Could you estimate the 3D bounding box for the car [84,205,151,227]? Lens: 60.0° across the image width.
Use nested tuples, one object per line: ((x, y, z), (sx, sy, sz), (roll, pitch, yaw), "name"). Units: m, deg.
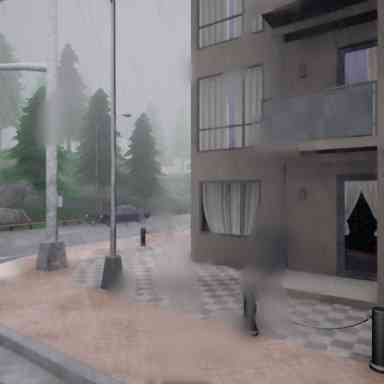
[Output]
((-5.087, 1.614, 23.127), (1.895, 1.301, 4.718), (0, 0, 35), "car")
